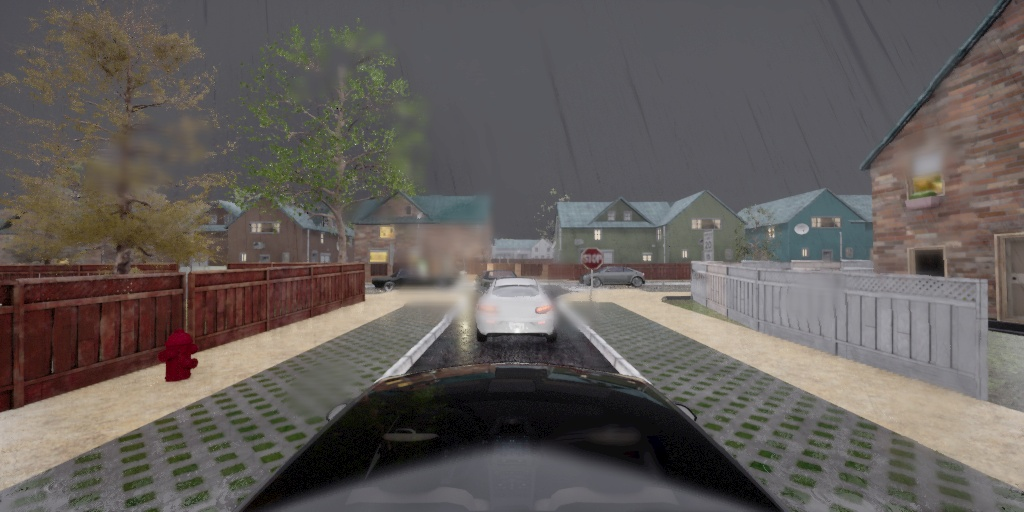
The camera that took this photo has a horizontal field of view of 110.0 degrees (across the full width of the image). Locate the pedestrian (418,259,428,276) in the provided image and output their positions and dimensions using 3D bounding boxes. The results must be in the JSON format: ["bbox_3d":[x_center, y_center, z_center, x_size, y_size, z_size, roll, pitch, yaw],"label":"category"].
[{"bbox_3d":[-6.687,1.119,26.762,0.375,1.860,0.375,0,-1,1],"label":"pedestrian"}]

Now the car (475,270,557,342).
[{"bbox_3d":[0.107,1.279,9.670,1.812,1.442,4.674,0,0,0],"label":"car"}]

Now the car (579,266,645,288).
[{"bbox_3d":[6.551,1.344,23.660,4.181,1.385,1.994,0,-1,1],"label":"car"}]

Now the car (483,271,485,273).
[{"bbox_3d":[-0.747,1.366,18.489,1.895,1.301,4.718,0,-1,-12],"label":"car"}]

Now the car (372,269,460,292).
[{"bbox_3d":[-5.472,1.416,20.876,4.718,1.301,1.895,-1,-1,1],"label":"car"}]
